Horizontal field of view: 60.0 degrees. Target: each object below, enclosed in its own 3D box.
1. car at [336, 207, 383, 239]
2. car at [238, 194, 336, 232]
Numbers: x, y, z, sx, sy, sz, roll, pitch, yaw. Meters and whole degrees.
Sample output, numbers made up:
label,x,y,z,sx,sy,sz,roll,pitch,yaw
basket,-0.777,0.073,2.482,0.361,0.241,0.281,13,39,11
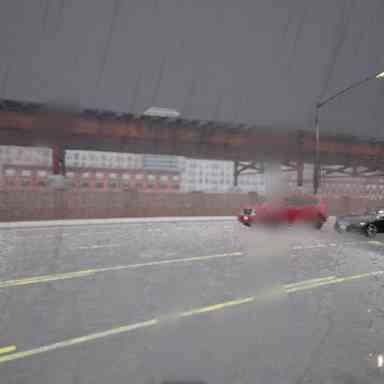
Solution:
label,x,y,z,sx,sy,sz,roll,pitch,yaw
car,9.770,1.569,17.678,4.902,1.511,2.128,2,0,-25
car,5.392,1.146,19.388,5.566,2.045,2.150,2,0,-28
